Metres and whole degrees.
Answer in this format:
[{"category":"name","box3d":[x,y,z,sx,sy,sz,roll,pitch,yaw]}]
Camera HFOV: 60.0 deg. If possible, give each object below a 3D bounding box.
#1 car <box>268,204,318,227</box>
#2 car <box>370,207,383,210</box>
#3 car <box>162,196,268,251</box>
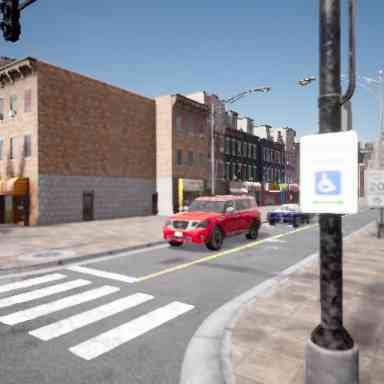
[{"category":"car","box3d":[6.773,1.522,22.560,1.895,1.301,4.718,0,0,35]},{"category":"car","box3d":[22.834,1.178,40.030,2.097,1.767,4.553,0,0,36]},{"category":"car","box3d":[1.094,1.195,14.574,2.150,2.045,5.566,0,0,35]}]
